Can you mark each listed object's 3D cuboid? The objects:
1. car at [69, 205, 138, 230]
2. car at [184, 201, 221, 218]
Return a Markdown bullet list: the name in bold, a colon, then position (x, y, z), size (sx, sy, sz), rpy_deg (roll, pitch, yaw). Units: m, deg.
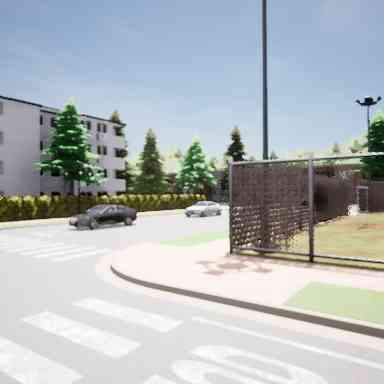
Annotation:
- **car**: position (-5.816, 1.606, 22.206), size (2.128, 1.511, 4.902), rpy_deg (-1, 0, 36)
- **car**: position (1.164, 1.641, 32.072), size (1.812, 1.442, 4.674), rpy_deg (-1, 0, 35)
